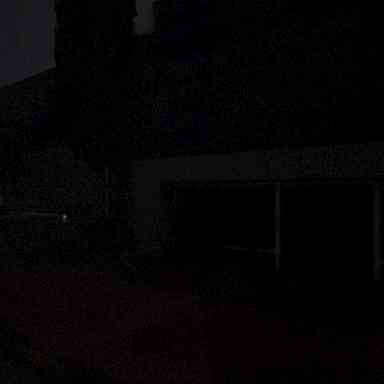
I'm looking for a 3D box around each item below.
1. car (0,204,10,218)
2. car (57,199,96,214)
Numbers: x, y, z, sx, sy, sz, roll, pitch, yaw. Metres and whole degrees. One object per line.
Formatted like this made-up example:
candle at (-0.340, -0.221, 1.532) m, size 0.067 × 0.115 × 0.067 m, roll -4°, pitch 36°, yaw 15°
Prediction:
car at (-18.170, 1.514, 28.059) m, size 1.882 × 1.535 × 5.008 m, roll 0°, pitch 0°, yaw 36°
car at (-12.262, 1.541, 36.271) m, size 1.837 × 1.490 × 4.892 m, roll 0°, pitch 0°, yaw 36°
